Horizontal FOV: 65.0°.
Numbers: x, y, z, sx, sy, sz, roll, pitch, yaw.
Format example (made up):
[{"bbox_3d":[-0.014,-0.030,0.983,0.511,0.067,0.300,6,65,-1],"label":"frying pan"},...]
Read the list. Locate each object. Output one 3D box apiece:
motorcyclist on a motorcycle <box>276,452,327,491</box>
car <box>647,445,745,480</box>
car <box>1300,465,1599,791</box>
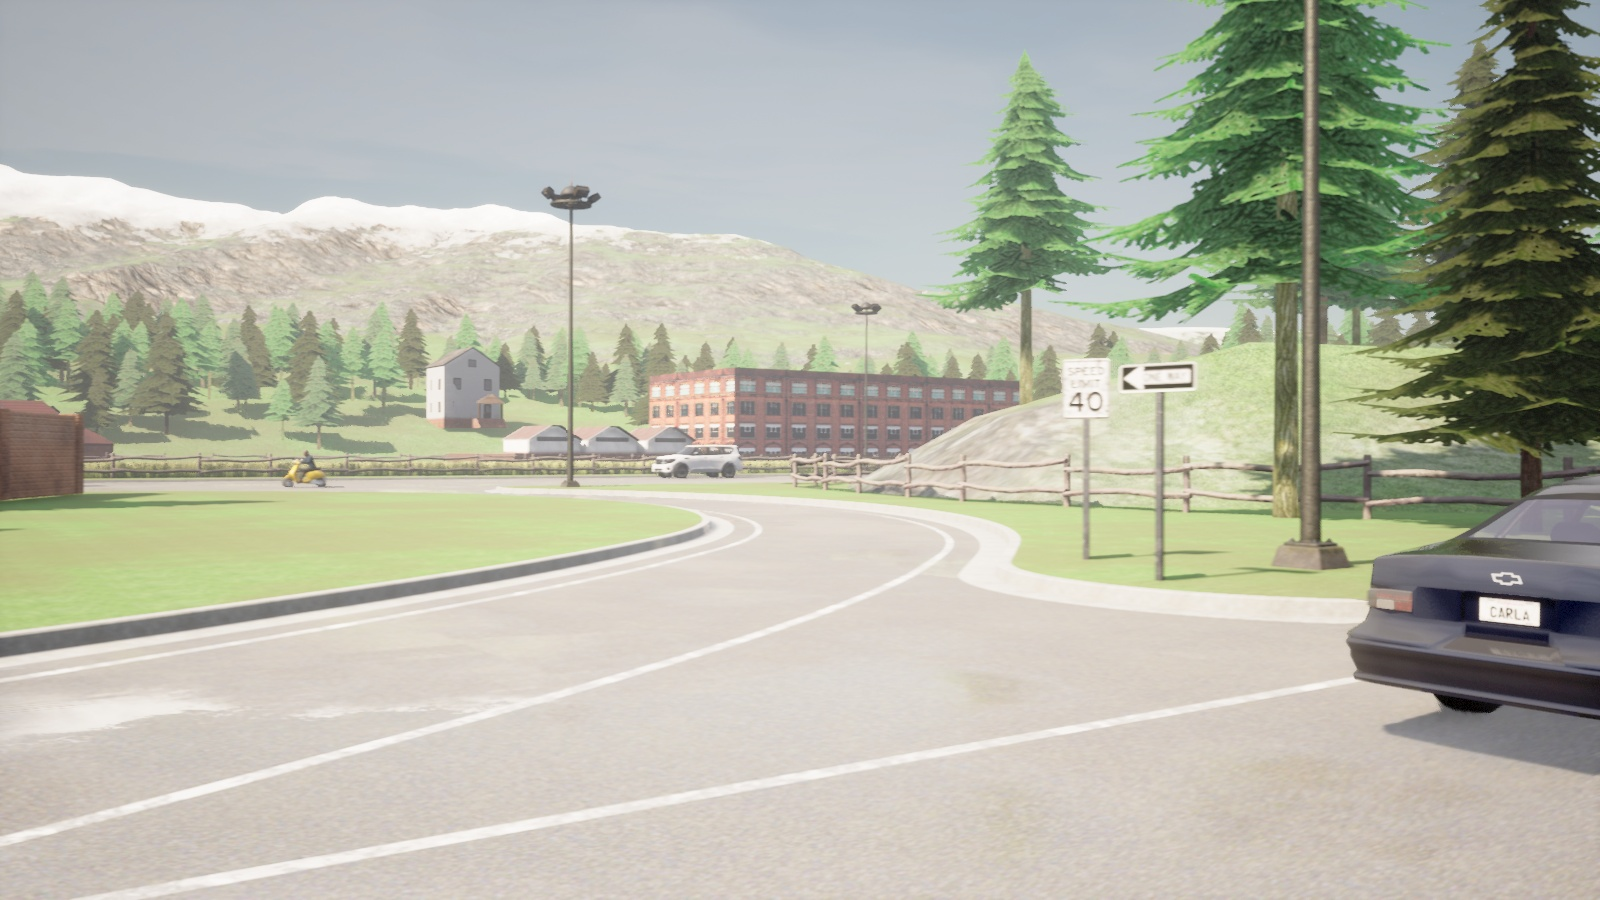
[{"bbox_3d":[-20.897,0.887,52.642,1.817,1.590,0.866,0,0,-35],"label":"motorcyclist on a motorcycle"},{"bbox_3d":[-6.236,0.709,75.559,5.566,2.045,2.150,0,0,-35],"label":"car"},{"bbox_3d":[5.479,0.809,7.472,5.357,1.411,2.033,0,0,-35],"label":"car"}]
